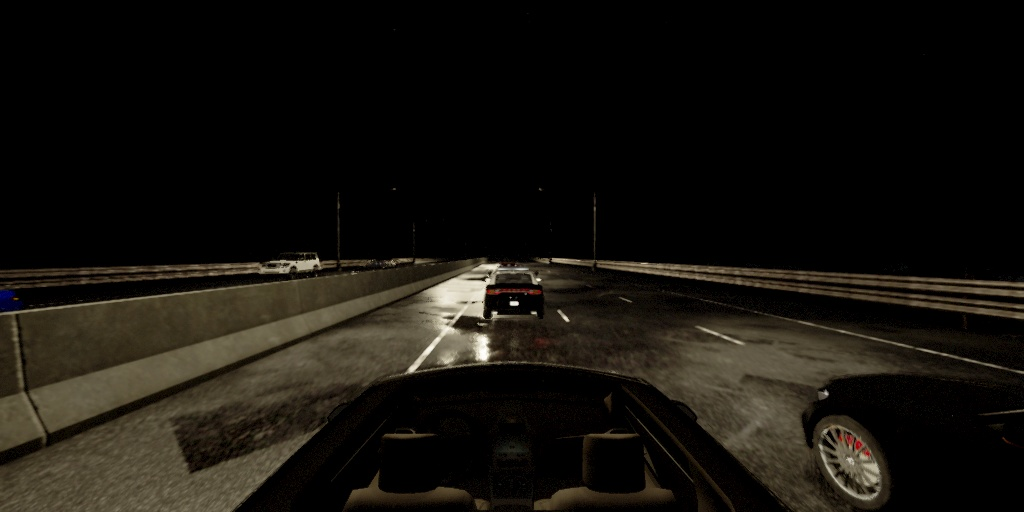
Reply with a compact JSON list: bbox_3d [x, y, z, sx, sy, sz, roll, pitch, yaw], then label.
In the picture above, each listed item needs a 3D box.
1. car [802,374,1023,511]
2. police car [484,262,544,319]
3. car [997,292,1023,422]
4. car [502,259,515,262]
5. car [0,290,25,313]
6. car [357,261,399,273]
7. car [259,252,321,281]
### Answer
[{"bbox_3d":[3.592,1.275,1.334,1.812,1.442,4.674,0,0,0],"label":"car"},{"bbox_3d":[0.050,1.175,13.015,1.930,1.638,5.238,0,0,0],"label":"police car"},{"bbox_3d":[7.092,1.226,2.046,1.882,1.535,5.008,0,0,0],"label":"car"},{"bbox_3d":[-0.407,1.080,42.799,2.097,1.767,4.553,0,0,-1],"label":"car"},{"bbox_3d":[-14.108,1.279,7.727,1.812,1.442,4.674,0,0,0],"label":"car"},{"bbox_3d":[-10.729,1.091,29.184,2.033,1.411,5.357,0,0,-1],"label":"car"},{"bbox_3d":[-17.728,0.689,29.041,2.150,2.045,5.566,0,0,-1],"label":"car"}]
